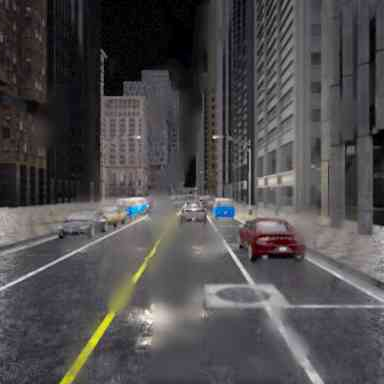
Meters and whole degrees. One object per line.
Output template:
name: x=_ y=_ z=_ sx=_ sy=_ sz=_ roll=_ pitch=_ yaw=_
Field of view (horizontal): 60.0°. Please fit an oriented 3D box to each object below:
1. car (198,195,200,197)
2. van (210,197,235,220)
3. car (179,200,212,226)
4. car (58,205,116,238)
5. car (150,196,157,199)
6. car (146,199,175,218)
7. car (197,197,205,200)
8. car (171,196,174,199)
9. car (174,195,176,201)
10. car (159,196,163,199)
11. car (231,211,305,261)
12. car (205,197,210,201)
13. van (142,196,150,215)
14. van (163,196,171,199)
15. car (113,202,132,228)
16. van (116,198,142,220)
car: x=2.782 y=1.960 z=85.673 sx=1.887 sy=1.381 sz=4.507 roll=0 pitch=0 yaw=0
van: x=2.767 y=1.485 z=29.267 sx=1.690 sy=1.788 sz=3.998 roll=0 pitch=0 yaw=0
car: x=0.107 y=1.611 z=24.423 sx=2.128 sy=1.511 sz=4.902 roll=0 pitch=0 yaw=0
car: x=-5.760 y=1.640 z=17.983 sx=2.008 sy=1.369 sz=4.403 roll=0 pitch=0 yaw=0
car: x=-5.755 y=1.639 z=40.546 sx=1.967 sy=1.590 sz=4.097 roll=0 pitch=0 yaw=0
car: x=-2.989 y=1.664 z=32.049 sx=1.837 sy=1.490 sz=4.892 roll=0 pitch=-1 yaw=0
car: x=0.111 y=1.694 z=41.322 sx=2.128 sy=1.511 sz=4.902 roll=0 pitch=0 yaw=0
car: x=-5.746 y=1.907 z=74.391 sx=1.887 sy=1.381 sz=4.507 roll=0 pitch=0 yaw=0
car: x=-5.743 y=1.982 z=85.672 sx=1.947 sy=1.339 sz=4.313 roll=0 pitch=0 yaw=0
car: x=-5.754 y=1.542 z=46.188 sx=2.192 sy=1.841 sz=5.009 roll=0 pitch=0 yaw=0
car: x=2.764 y=1.606 z=12.345 sx=1.887 sy=1.381 sz=4.507 roll=0 pitch=0 yaw=0
car: x=2.772 y=1.808 z=46.188 sx=1.802 sy=1.307 sz=4.206 roll=0 pitch=0 yaw=0
van: x=-5.757 y=1.513 z=34.905 sx=1.690 sy=1.788 sz=3.998 roll=0 pitch=0 yaw=0
van: x=-5.749 y=1.676 z=68.751 sx=1.690 sy=1.788 sz=3.998 roll=0 pitch=0 yaw=0
car: x=-5.759 y=1.641 z=23.453 sx=1.752 sy=1.417 sz=4.829 roll=0 pitch=0 yaw=0
van: x=-5.758 y=1.485 z=29.265 sx=1.690 sy=1.788 sz=3.998 roll=0 pitch=0 yaw=0
